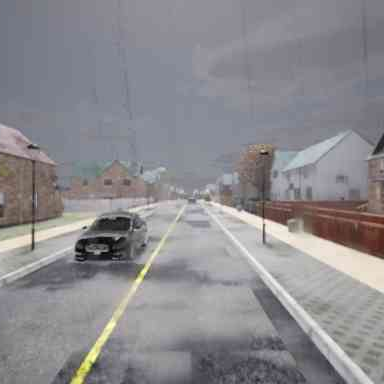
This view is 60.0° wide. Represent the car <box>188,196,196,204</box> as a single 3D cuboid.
[{"bbox_3d":[0.011,1.995,77.349,1.882,1.535,5.008,0,-1,0],"label":"car"}]

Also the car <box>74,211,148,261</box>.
[{"bbox_3d":[-2.831,1.552,12.489,1.837,1.490,4.892,0,1,1],"label":"car"}]
